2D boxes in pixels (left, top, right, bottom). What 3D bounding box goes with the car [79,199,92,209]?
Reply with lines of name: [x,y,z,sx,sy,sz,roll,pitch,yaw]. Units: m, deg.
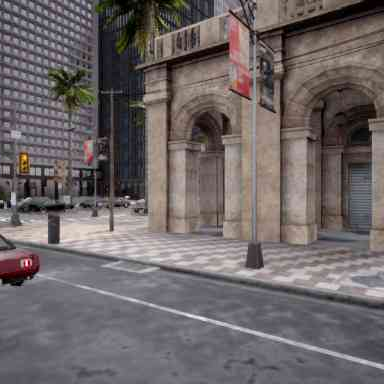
car: [-13.231,1.547,46.926,2.033,1.411,5.357,0,0,36]

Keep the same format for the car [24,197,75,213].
car: [-15.761,1.601,37.426,1.895,1.301,4.718,0,0,36]

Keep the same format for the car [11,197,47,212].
car: [-18.767,1.352,39.244,2.097,1.767,4.553,0,0,36]

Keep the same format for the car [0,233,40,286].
car: [-5.817,1.601,8.194,4.718,1.301,1.895,0,0,37]

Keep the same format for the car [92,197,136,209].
car: [-10.458,1.492,44.783,2.128,1.511,4.902,0,0,36]

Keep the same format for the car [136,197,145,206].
car: [-7.314,1.526,55.114,1.812,1.442,4.674,0,0,36]

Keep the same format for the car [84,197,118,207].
car: [-13.907,1.513,51.272,2.161,1.482,4.786,0,0,35]
